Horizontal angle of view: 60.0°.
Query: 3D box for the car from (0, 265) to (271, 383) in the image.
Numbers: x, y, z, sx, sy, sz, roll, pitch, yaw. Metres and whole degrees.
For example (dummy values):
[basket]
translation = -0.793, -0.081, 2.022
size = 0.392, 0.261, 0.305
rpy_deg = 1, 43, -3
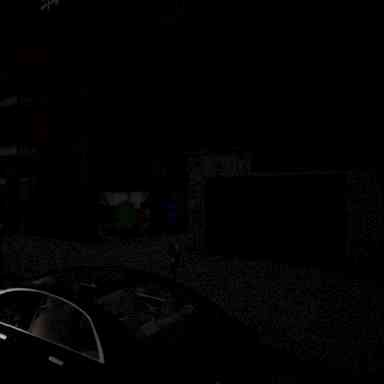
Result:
[car]
translation = -1.330, 1.550, 3.796
size = 4.403, 1.369, 2.008
rpy_deg = 0, 0, 36
